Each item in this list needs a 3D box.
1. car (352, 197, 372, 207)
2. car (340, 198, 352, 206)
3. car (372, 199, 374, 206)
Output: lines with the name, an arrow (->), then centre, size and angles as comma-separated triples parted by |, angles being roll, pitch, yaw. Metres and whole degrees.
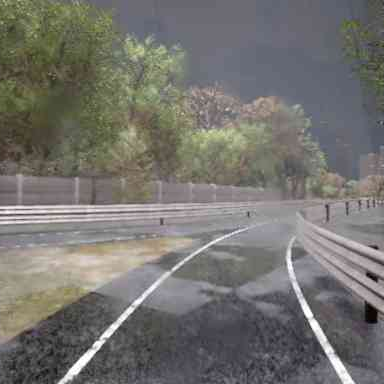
car -> 31.186, 1.835, 60.956 | 1.882, 1.535, 5.008 | 1, 0, 33
car -> 30.785, 1.985, 66.251 | 1.882, 1.535, 5.008 | 1, 0, 33
car -> 36.851, 1.909, 69.540 | 2.097, 1.767, 4.553 | 1, -1, 33
